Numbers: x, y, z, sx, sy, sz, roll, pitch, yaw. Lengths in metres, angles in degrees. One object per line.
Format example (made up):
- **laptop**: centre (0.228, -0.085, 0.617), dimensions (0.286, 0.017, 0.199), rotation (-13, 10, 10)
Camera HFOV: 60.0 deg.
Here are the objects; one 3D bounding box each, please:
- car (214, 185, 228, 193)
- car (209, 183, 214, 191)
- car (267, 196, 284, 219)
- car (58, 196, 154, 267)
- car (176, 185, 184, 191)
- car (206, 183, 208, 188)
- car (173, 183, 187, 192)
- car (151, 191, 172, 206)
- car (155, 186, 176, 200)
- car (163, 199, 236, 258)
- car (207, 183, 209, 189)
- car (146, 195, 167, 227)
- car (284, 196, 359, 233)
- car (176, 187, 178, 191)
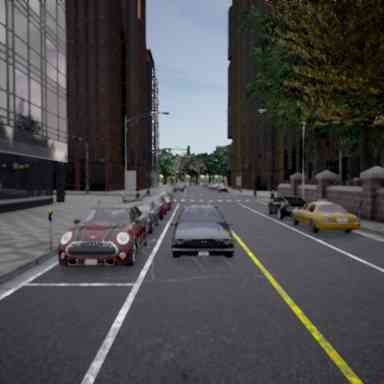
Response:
- **car**: centre (5.810, -0.595, 63.853), dimensions (1.967, 1.590, 4.097), rotation (0, 2, 0)
- **car**: centre (5.732, -0.999, 80.160), dimensions (2.008, 1.369, 4.403), rotation (0, 2, 0)
- **car**: centre (6.016, 0.894, 20.997), dimensions (1.947, 1.339, 4.313), rotation (0, 2, 0)
- **car**: centre (-2.457, 1.110, 10.041), dimensions (1.967, 1.590, 4.097), rotation (0, 2, 0)
- **car**: centre (-2.794, -0.975, 80.120), dimensions (1.802, 1.307, 4.206), rotation (0, 2, 0)
- **car**: centre (5.679, -1.347, 91.030), dimensions (1.887, 1.381, 4.507), rotation (0, 2, 0)
- **car**: centre (-2.741, -0.899, 69.242), dimensions (2.192, 1.841, 5.009), rotation (0, 2, 0)
- **car**: centre (-2.509, 0.865, 20.953), dimensions (1.887, 1.381, 4.507), rotation (0, 2, 0)
- **car**: centre (-2.536, 0.586, 26.404), dimensions (1.967, 1.590, 4.097), rotation (0, 2, 0)
- **car**: centre (0.299, 1.173, 11.491), dimensions (2.033, 1.411, 5.357), rotation (0, 2, 0)
- **car**: centre (5.706, -1.176, 85.595), dimensions (1.887, 1.381, 4.507), rotation (0, 2, 0)
- **car**: centre (-2.483, 1.046, 15.499), dimensions (2.008, 1.369, 4.403), rotation (0, 2, 0)
- **car**: centre (6.041, 1.023, 15.711), dimensions (1.752, 1.417, 4.829), rotation (0, 2, 0)
- **car**: centre (-2.561, 0.503, 31.690), dimensions (1.752, 1.417, 4.829), rotation (0, 2, 0)
